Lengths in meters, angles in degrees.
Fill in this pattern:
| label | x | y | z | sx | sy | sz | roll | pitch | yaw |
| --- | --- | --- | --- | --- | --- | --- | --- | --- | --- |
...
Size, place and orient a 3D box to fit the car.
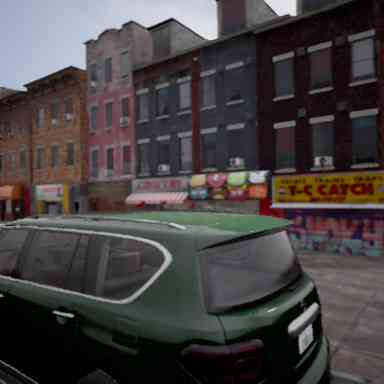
| label | x | y | z | sx | sy | sz | roll | pitch | yaw |
| --- | --- | --- | --- | --- | --- | --- | --- | --- | --- |
| car | -1.280 | 1.243 | 4.164 | 5.566 | 2.045 | 2.150 | -1 | 0 | 36 |
